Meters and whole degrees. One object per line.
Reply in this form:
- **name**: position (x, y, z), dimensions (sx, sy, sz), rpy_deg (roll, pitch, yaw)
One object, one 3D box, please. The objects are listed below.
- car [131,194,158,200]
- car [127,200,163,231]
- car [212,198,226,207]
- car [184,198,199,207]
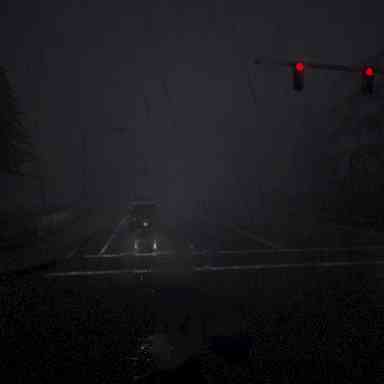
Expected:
- **car**: position (-4.385, 1.221, 30.749), dimensions (2.150, 2.045, 5.566), rpy_deg (0, 0, -8)
- **car**: position (-2.899, 1.491, 20.594), dimensions (2.128, 1.511, 4.902), rpy_deg (0, 0, -8)
- **car**: position (4.037, 1.547, 50.358), dimensions (2.033, 1.411, 5.357), rpy_deg (0, 0, -1)
- **car**: position (-0.112, 1.547, 50.752), dimensions (2.033, 1.411, 5.357), rpy_deg (0, 0, -8)
